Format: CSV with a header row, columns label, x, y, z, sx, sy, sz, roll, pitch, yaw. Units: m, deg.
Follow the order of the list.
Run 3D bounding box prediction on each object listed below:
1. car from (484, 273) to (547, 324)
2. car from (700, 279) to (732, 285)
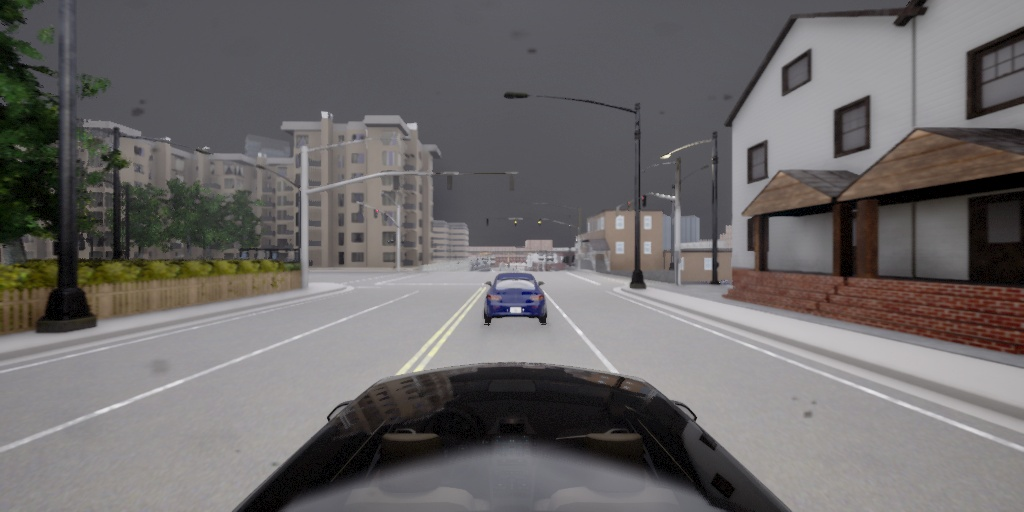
label,x,y,z,sx,sy,sz,roll,pitch,yaw
car,0.097,1.264,11.761,1.812,1.442,4.674,0,0,0
car,20.508,2.937,34.100,5.008,1.535,1.882,8,0,0
